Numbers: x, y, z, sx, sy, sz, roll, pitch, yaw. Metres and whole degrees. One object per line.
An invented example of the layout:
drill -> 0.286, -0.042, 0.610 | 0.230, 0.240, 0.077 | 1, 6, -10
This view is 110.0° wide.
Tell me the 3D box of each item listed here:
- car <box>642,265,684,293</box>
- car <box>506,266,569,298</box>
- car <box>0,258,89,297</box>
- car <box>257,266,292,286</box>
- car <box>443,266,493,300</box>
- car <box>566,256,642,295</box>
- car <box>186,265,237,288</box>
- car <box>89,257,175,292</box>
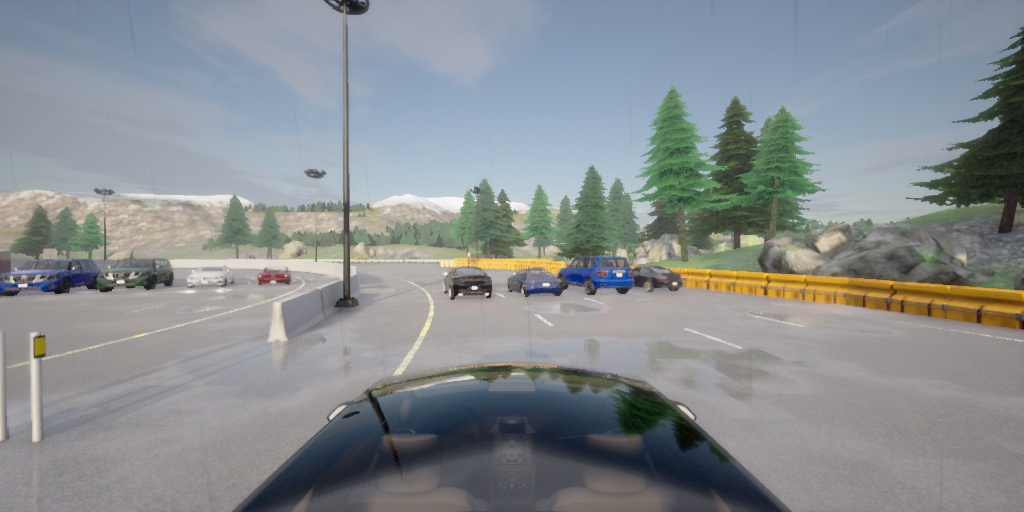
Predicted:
car -> 7.791, 1.255, 20.744 | 1.812, 1.442, 4.674 | 0, 0, -16
car -> 1.063, 1.316, 18.814 | 1.994, 1.385, 4.181 | 0, 0, -16
car -> -26.059, 1.153, 20.485 | 2.150, 2.045, 5.566 | -1, 0, -30
car -> -16.935, 1.415, 25.710 | 1.895, 1.301, 4.718 | 0, 0, -30
car -> -2.300, 1.230, 17.849 | 1.882, 1.535, 5.008 | 0, 0, -16
car -> 4.418, 0.992, 19.805 | 2.150, 2.045, 5.566 | 0, 0, -16
car -> -19.990, 1.324, 23.996 | 1.812, 1.442, 4.674 | 0, 0, -30
car -> -23.026, 1.110, 22.227 | 2.150, 2.045, 5.566 | -1, 0, -30
